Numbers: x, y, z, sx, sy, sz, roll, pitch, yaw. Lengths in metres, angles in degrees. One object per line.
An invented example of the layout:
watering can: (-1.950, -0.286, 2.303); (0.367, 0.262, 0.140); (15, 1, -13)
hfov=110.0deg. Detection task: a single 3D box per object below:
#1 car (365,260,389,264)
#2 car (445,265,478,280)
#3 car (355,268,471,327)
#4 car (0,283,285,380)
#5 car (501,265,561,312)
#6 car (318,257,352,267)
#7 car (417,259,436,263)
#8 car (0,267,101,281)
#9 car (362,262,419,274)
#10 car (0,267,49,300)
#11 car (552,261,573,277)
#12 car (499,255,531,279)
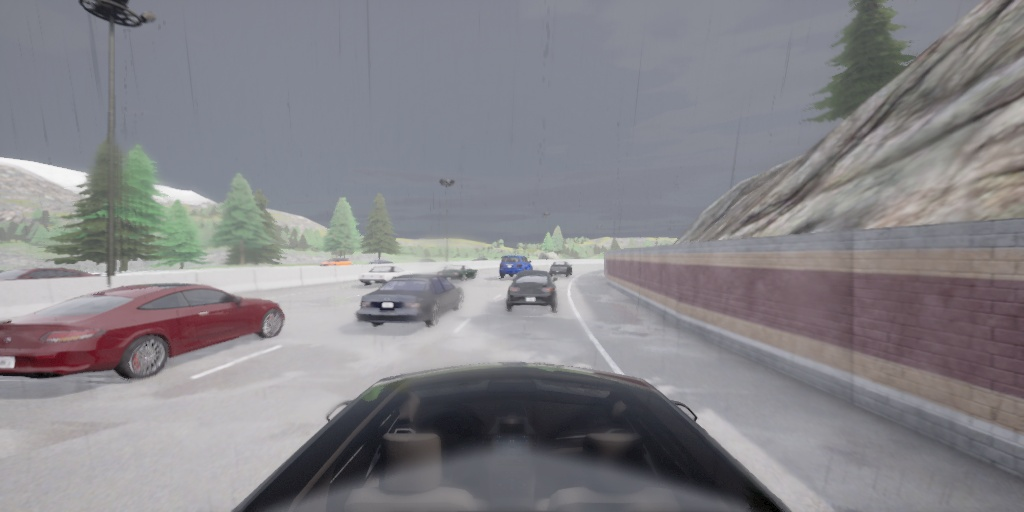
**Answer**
car: (-19.477, 1.238, 52.237); (2.033, 1.411, 5.357); (0, 0, 19)
car: (-4.138, 1.339, 28.031); (1.895, 1.301, 4.718); (0, 0, 11)
car: (-2.941, 1.289, 11.557); (2.033, 1.411, 5.357); (0, 0, 5)
car: (-6.693, 1.254, 7.090); (1.812, 1.442, 4.674); (0, 0, 2)
car: (0.849, 1.279, 14.248); (1.812, 1.442, 4.674); (0, 0, 5)
car: (-24.139, 1.027, 49.084); (2.097, 1.767, 4.553); (0, 0, 18)
car: (-13.902, 1.214, 57.252); (1.837, 1.490, 4.892); (0, 0, 21)
car: (-20.343, 1.210, 15.101); (1.812, 1.442, 4.674); (0, 0, 6)
car: (-8.337, 1.325, 24.540); (1.895, 1.301, 4.718); (0, 0, 9)
car: (-23.793, 1.237, 15.529); (1.994, 1.385, 4.181); (0, 0, 6)
car: (4.967, 1.260, 35.937); (2.128, 1.511, 4.902); (0, 0, 15)
car: (0.413, 0.975, 32.415); (2.150, 2.045, 5.566); (0, 0, 13)
